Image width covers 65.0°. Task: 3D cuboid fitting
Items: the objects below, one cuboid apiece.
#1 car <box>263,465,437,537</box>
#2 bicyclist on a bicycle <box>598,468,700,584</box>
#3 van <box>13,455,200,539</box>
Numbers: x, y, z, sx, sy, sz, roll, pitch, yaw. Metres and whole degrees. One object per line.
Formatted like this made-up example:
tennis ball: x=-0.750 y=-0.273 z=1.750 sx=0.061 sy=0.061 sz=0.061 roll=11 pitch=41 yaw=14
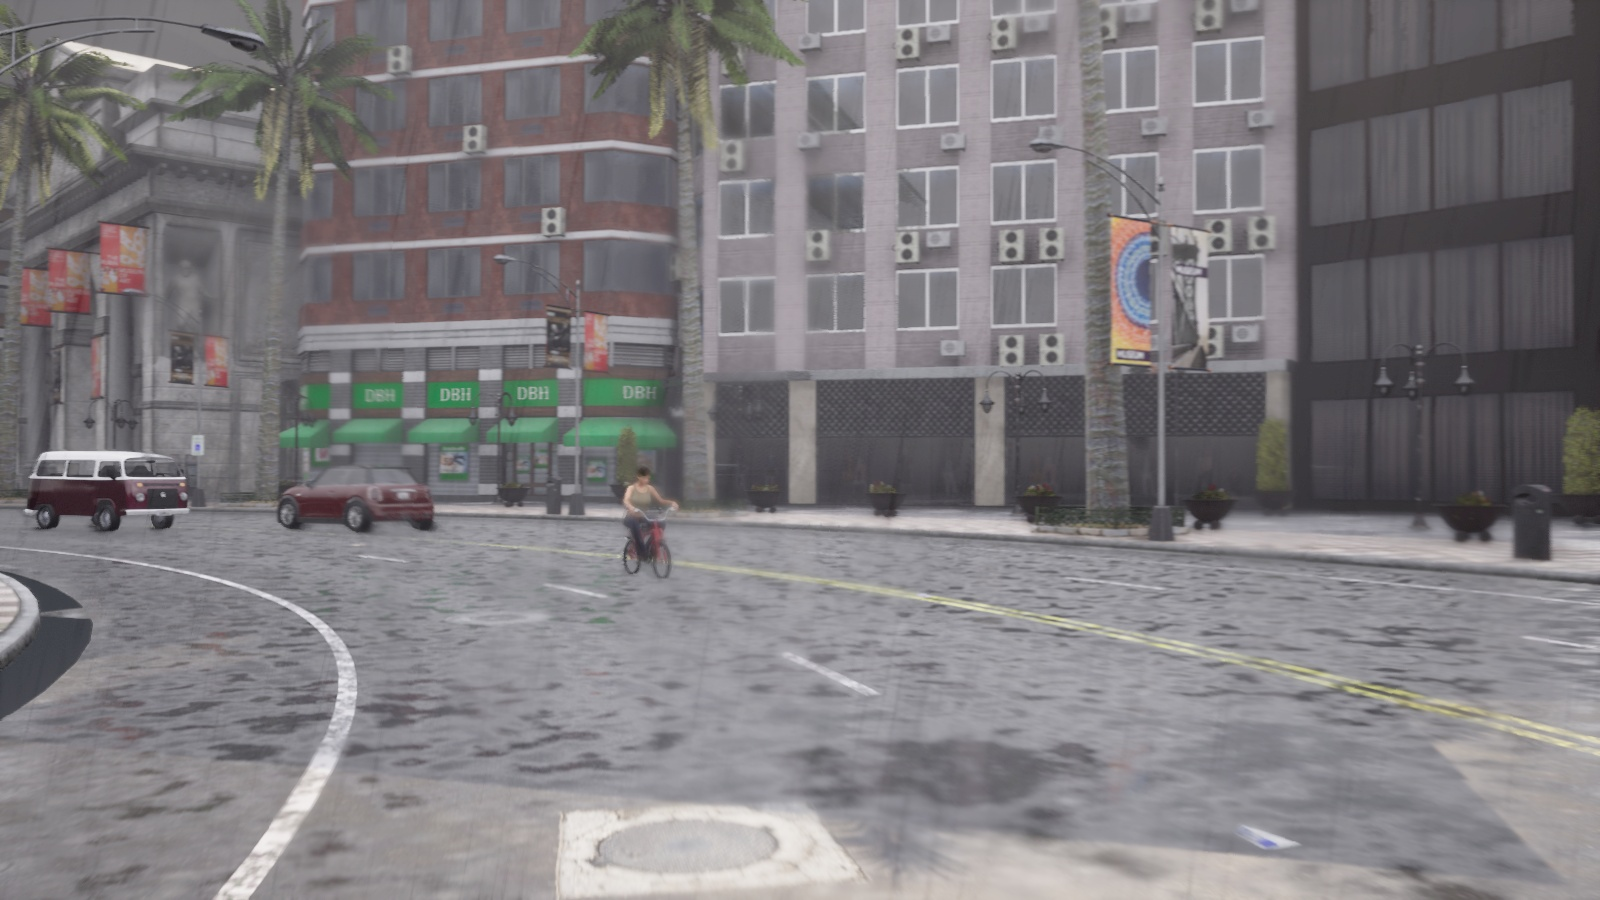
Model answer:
car: x=-11.803 y=1.290 z=32.847 sx=4.553 sy=1.767 sz=2.097 roll=-1 pitch=-1 yaw=36
bicyclist on a bicycle: x=-2.226 y=1.071 z=18.327 sx=0.866 sy=1.612 sz=1.509 roll=0 pitch=-1 yaw=-34
van: x=-17.953 y=1.183 z=32.491 sx=4.480 sy=2.038 sz=2.069 roll=-1 pitch=-1 yaw=27
